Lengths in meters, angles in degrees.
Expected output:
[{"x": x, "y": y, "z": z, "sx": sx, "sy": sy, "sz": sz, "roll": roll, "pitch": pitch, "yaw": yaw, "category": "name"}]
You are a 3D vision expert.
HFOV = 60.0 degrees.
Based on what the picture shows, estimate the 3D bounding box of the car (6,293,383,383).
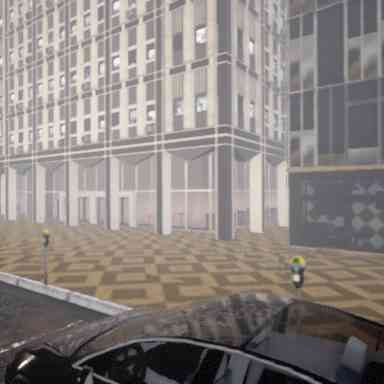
[{"x": 0.252, "y": 1.569, "z": 2.696, "sx": 4.313, "sy": 1.339, "sz": 1.947, "roll": 0, "pitch": 0, "yaw": 35, "category": "car"}]
